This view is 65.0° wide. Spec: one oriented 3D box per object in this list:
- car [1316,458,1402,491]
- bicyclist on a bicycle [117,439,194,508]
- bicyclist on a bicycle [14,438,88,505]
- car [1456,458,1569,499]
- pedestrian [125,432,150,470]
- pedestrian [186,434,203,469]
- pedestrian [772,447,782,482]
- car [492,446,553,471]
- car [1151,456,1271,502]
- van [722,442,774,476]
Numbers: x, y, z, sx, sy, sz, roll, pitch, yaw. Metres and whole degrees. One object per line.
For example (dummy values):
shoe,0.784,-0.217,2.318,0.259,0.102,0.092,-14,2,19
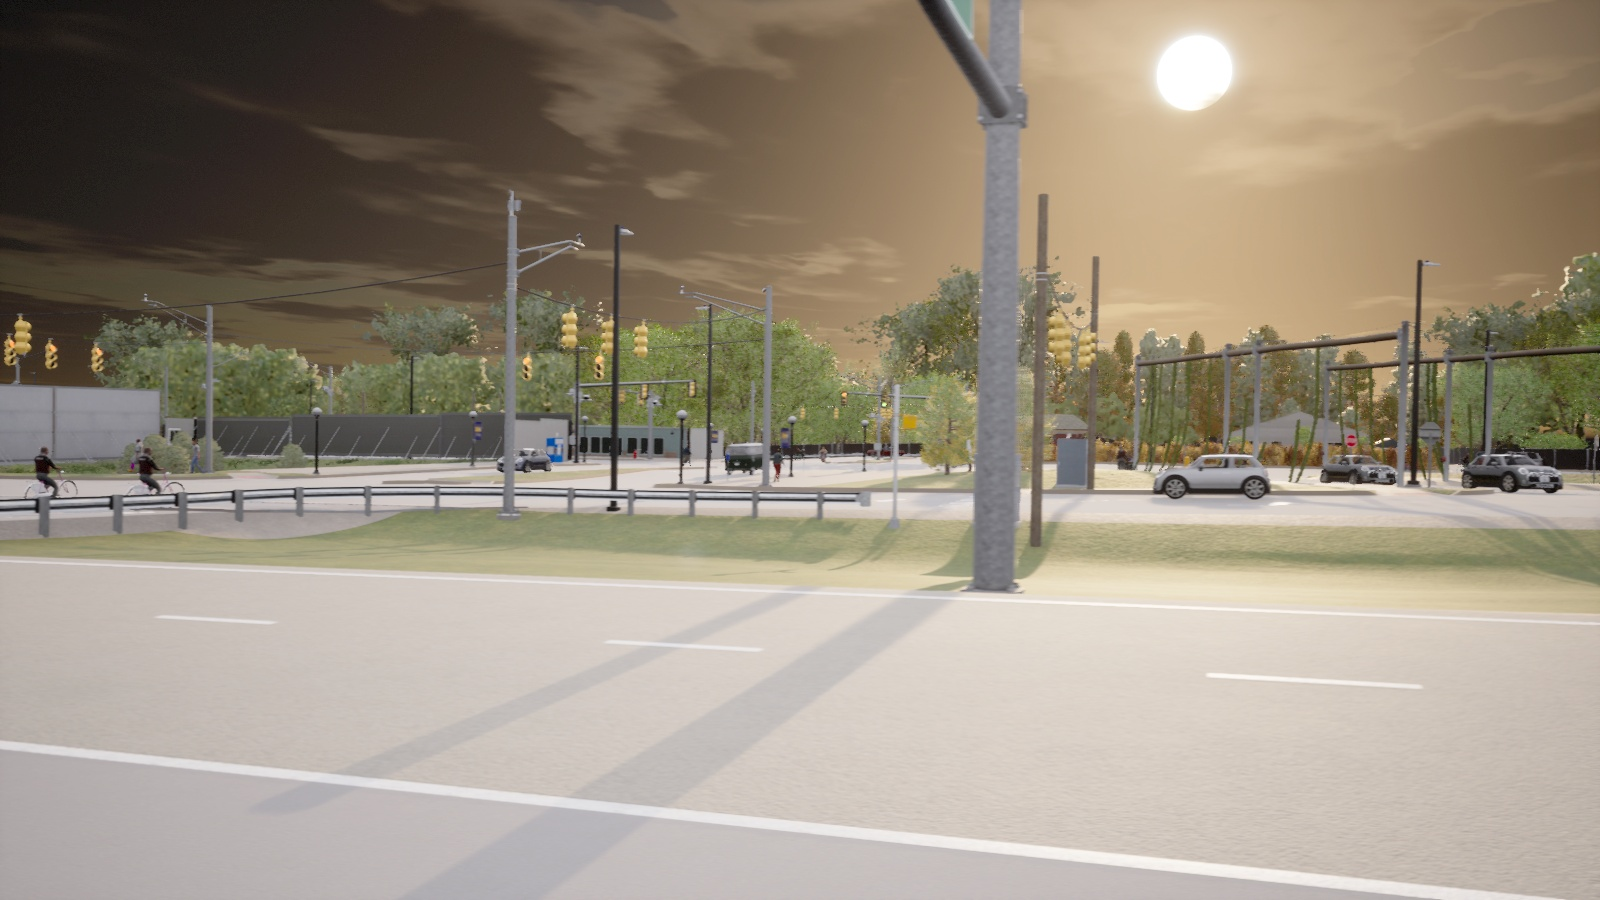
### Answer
car,26.332,1.139,59.264,1.970,1.475,3.806,1,0,-8
bicyclist on a bicycle,-18.075,0.643,35.257,0.659,1.776,1.843,1,4,25
bicyclist on a bicycle,-21.708,0.601,36.434,0.659,1.776,1.843,1,4,15
car,27.597,1.077,48.794,1.970,1.475,3.806,1,-1,-6
pedestrian,-34.376,0.045,65.152,0.873,1.952,0.659,2,1,8
pedestrian,-31.700,0.079,65.723,0.706,1.836,0.354,0,2,-39
pedestrian,-1.205,0.767,66.198,0.353,1.847,0.614,2,1,16
car,-16.958,0.497,77.024,1.970,1.475,3.806,1,1,18
car,13.935,0.957,42.659,3.806,1.475,1.970,0,1,18
van,-3.263,0.532,79.668,1.775,1.987,4.442,1,2,18
